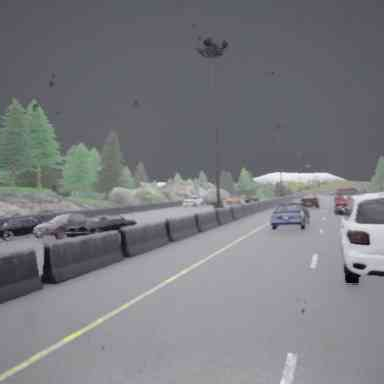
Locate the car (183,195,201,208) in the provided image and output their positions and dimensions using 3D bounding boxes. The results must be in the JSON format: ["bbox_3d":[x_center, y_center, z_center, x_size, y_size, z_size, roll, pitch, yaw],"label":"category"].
[{"bbox_3d":[0.245,1.695,60.886,2.150,2.045,5.566,-4,0,23],"label":"car"}]

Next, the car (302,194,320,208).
[{"bbox_3d":[13.215,1.004,37.301,1.882,1.535,5.008,-4,0,23],"label":"car"}]

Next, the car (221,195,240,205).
[{"bbox_3d":[7.359,1.402,59.812,2.097,1.767,4.553,-4,-1,23],"label":"car"}]

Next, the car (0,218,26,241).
[{"bbox_3d":[-11.907,2.482,22.944,1.895,1.301,4.718,-4,0,23],"label":"car"}]

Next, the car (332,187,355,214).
[{"bbox_3d":[14.114,0.639,30.388,2.150,2.045,5.566,-4,0,22],"label":"car"}]

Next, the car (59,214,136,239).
[{"bbox_3d":[-5.448,2.083,20.275,1.895,1.301,4.718,-4,0,23],"label":"car"}]

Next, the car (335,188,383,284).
[{"bbox_3d":[5.051,0.995,8.677,2.150,2.045,5.566,-4,0,23],"label":"car"}]

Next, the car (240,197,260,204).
[{"bbox_3d":[10.406,1.458,57.998,1.895,1.301,4.718,-4,0,23],"label":"car"}]

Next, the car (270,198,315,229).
[{"bbox_3d":[5.923,1.361,19.883,2.033,1.411,5.357,-4,0,23],"label":"car"}]

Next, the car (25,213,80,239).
[{"bbox_3d":[-8.368,2.195,22.357,1.812,1.442,4.674,-4,0,23],"label":"car"}]

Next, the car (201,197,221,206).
[{"bbox_3d":[3.975,1.803,60.706,2.033,1.411,5.357,-4,0,23],"label":"car"}]
